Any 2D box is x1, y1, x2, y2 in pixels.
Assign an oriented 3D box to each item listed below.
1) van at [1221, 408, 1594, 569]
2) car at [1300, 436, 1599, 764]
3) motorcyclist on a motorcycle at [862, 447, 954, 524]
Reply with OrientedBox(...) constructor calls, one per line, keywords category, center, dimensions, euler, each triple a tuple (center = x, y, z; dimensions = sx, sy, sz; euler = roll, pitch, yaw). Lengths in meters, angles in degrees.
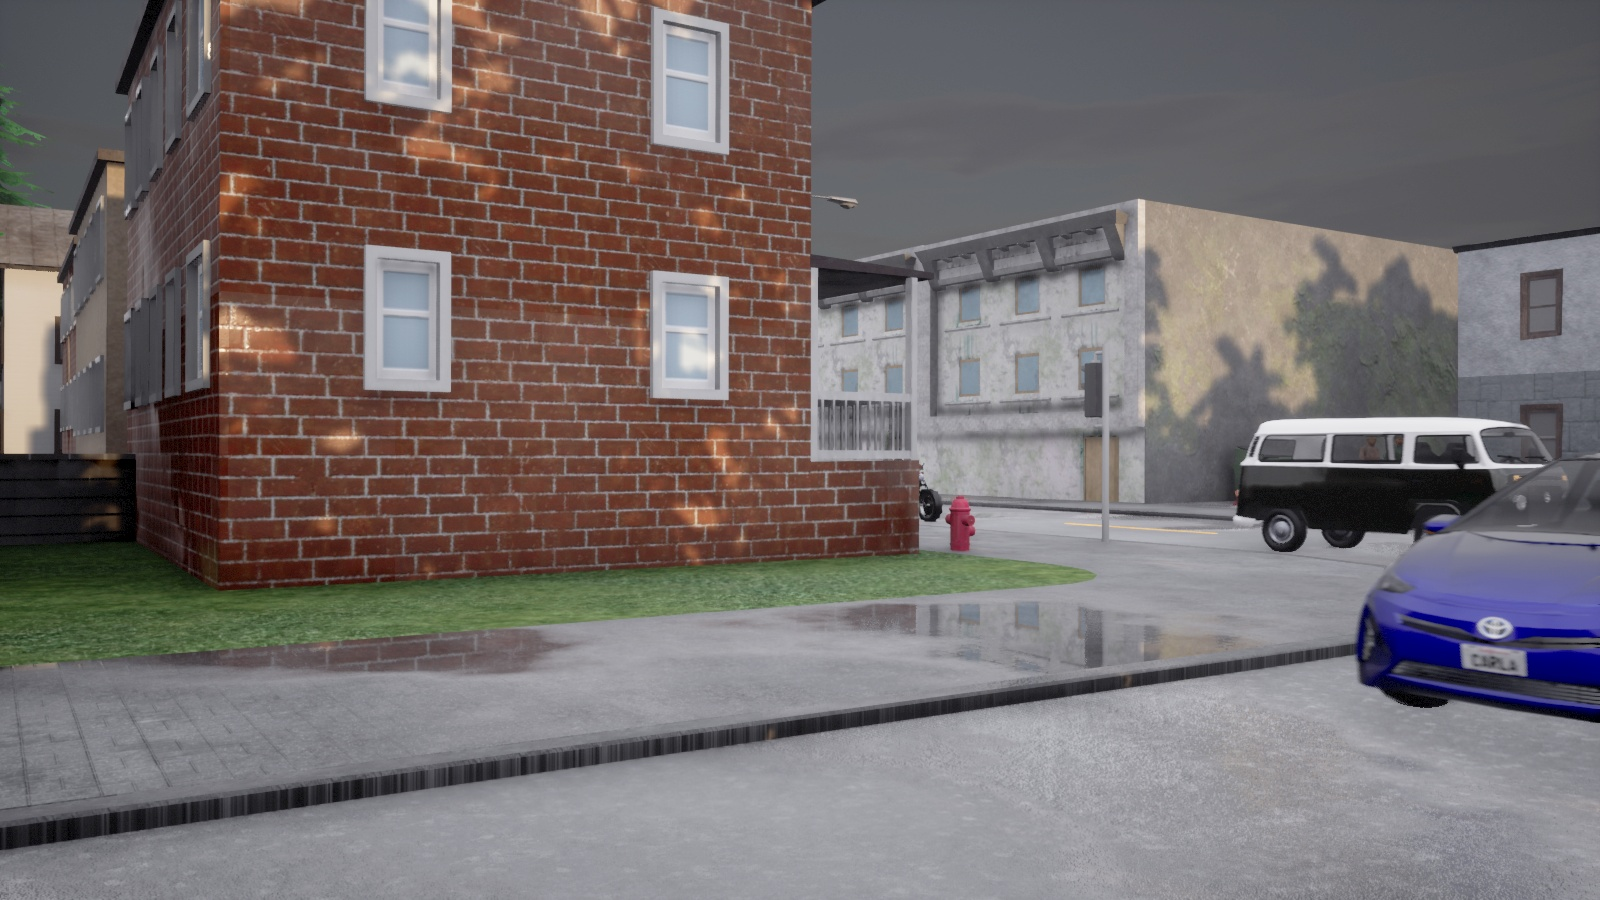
OrientedBox(category="van", center=(8.682, 0.496, 18.350), dimensions=(2.069, 2.038, 4.480), euler=(0, 0, -33))
OrientedBox(category="car", center=(5.240, 0.699, 7.592), dimensions=(4.514, 1.525, 2.007), euler=(0, 0, -36))
OrientedBox(category="motorcyclist on a motorcycle", center=(2.383, 0.759, 28.075), dimensions=(0.766, 1.649, 2.350), euler=(0, 0, -33))
